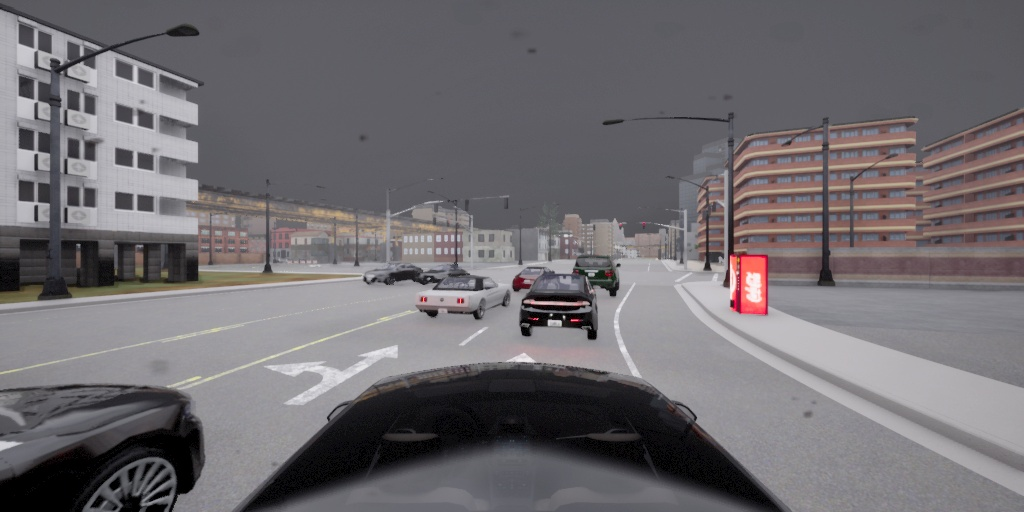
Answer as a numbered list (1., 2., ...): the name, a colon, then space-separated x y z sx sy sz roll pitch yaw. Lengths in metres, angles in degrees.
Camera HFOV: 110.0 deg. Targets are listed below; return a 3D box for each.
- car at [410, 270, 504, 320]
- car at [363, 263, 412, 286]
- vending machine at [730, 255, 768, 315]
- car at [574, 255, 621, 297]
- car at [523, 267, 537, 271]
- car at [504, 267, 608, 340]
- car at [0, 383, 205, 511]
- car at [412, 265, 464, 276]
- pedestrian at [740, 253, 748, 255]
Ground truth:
1. car: -1.448 1.350 12.823 1.895 1.301 4.718 0 0 16
2. car: -8.281 1.242 25.363 2.128 1.511 4.902 0 0 22
3. vending machine: 7.829 0.945 11.862 1.100 2.100 0.880 0 0 20
4. car: 4.584 0.971 19.357 2.150 2.045 5.566 0 0 19
5. car: 1.508 1.313 21.070 1.994 1.385 4.181 0 0 20
6. car: 1.450 1.241 10.119 2.128 1.511 4.902 0 0 13
7. car: -3.350 1.240 0.830 2.128 1.511 4.902 0 0 0
8. car: -4.652 1.314 25.004 1.994 1.385 4.181 0 0 22
9. pedestrian: 8.062 0.795 12.481 0.375 1.860 0.375 0 0 21
